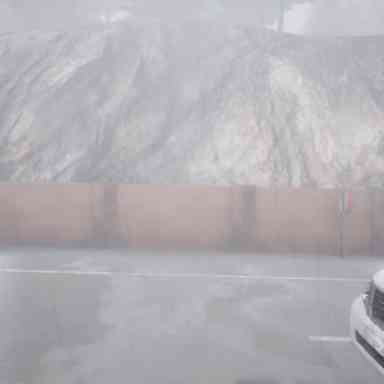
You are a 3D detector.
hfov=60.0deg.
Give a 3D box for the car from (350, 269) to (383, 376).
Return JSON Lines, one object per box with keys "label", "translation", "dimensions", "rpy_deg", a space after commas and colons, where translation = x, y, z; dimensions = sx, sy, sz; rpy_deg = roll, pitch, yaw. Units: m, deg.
{"label": "car", "translation": [4.697, 1.296, 3.376], "dimensions": [5.566, 2.045, 2.150], "rpy_deg": [2, 1, 1]}
